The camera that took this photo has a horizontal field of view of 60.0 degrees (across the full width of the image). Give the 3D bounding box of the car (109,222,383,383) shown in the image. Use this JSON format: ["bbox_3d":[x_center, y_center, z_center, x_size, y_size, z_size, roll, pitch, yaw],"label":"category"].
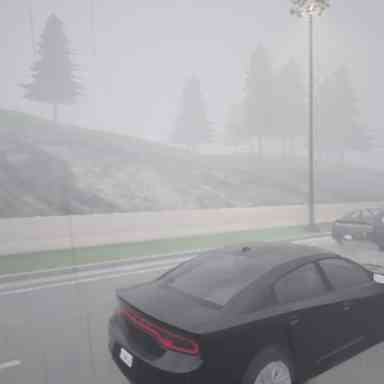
[{"bbox_3d":[1.370,1.457,4.724,5.008,1.535,1.882,0,0,-35],"label":"car"}]

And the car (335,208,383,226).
[{"bbox_3d":[7.661,1.414,13.503,4.902,1.511,2.128,0,0,-35],"label":"car"}]
